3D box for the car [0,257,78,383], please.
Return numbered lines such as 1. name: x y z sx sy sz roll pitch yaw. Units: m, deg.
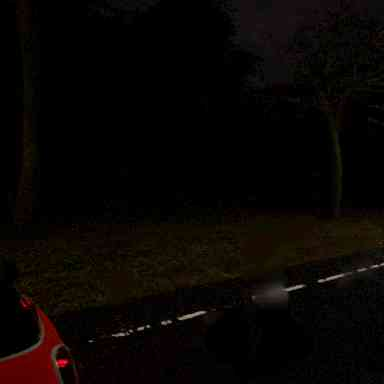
1. car: -3.028 1.357 1.831 4.553 1.767 2.097 0 0 -35
